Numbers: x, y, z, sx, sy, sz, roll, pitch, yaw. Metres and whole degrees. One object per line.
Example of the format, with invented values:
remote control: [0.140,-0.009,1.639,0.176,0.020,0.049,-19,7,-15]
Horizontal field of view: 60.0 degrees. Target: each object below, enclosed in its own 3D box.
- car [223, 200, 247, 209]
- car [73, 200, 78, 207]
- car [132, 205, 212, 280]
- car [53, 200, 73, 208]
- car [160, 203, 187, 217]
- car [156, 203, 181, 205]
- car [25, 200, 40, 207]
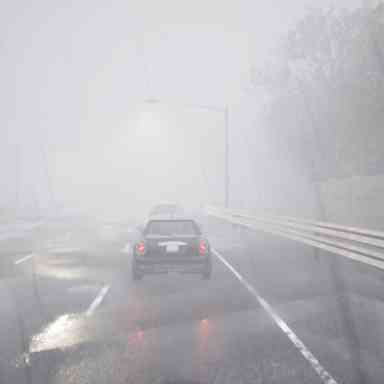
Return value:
car: [7.462,2.162,58.463,2.033,1.411,5.357,-1,-1,42]
car: [-26.180,2.351,71.591,1.882,1.535,5.008,0,-1,-41]
car: [-0.670,1.471,10.529,2.097,1.767,4.553,0,-1,-5]
car: [-25.823,2.345,65.509,2.033,1.411,5.357,0,-1,-38]
car: [-2.047,1.972,38.050,2.033,1.411,5.357,0,-1,8]
car: [-2.032,1.630,24.667,2.097,1.767,4.553,0,-1,-5]
car: [-33.162,2.394,69.054,2.128,1.511,4.902,0,-1,-41]
